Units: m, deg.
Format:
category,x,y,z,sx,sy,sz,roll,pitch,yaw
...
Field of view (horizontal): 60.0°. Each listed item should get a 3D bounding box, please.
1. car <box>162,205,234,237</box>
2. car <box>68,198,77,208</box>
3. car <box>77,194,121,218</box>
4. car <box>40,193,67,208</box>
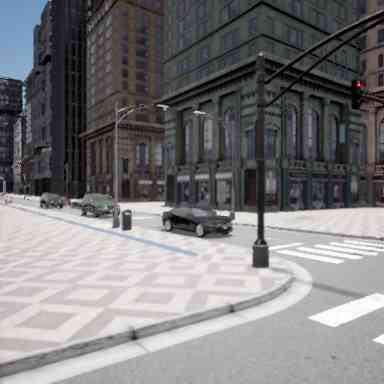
category,x,y,z,sx,sy,sz,roll,pitch,yaw
car,0.204,1.505,18.490,1.882,1.535,5.008,0,0,-35
car,-14.844,1.587,45.046,1.895,1.301,4.718,0,0,-35
car,-8.479,1.228,30.681,2.150,2.045,5.566,0,1,-35
car,-19.659,1.203,46.545,2.150,2.045,5.566,0,0,-35
